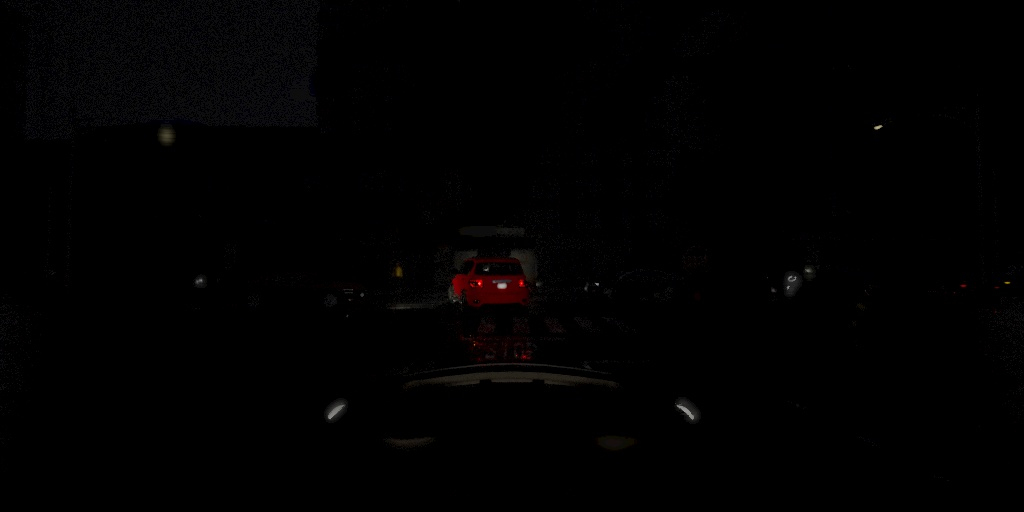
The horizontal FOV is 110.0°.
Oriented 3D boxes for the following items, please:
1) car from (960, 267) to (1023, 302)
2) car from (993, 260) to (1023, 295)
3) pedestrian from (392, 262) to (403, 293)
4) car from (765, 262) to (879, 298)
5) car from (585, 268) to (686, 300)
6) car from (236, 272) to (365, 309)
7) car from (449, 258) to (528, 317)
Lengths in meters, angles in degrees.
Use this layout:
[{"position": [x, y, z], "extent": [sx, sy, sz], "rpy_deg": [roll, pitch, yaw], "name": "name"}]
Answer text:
[{"position": [22.044, 1.187, 15.214], "extent": [4.674, 1.442, 1.812], "rpy_deg": [0, -2, 0], "name": "car"}, {"position": [28.069, 1.054, 18.131], "extent": [4.553, 1.767, 2.097], "rpy_deg": [0, -2, 1], "name": "car"}, {"position": [-6.805, 1.237, 21.225], "extent": [0.375, 1.860, 0.375], "rpy_deg": [0, -1, 0], "name": "pedestrian"}, {"position": [15.539, 1.153, 18.198], "extent": [4.553, 1.767, 2.097], "rpy_deg": [0, -2, 0], "name": "car"}, {"position": [6.218, 1.376, 18.241], "extent": [4.902, 1.511, 2.128], "rpy_deg": [-1, -2, 0], "name": "car"}, {"position": [-8.912, 1.425, 15.366], "extent": [5.008, 1.535, 1.882], "rpy_deg": [0, -2, 0], "name": "car"}, {"position": [-1.066, 1.092, 14.111], "extent": [2.150, 2.045, 5.566], "rpy_deg": [1, -1, -16], "name": "car"}]
